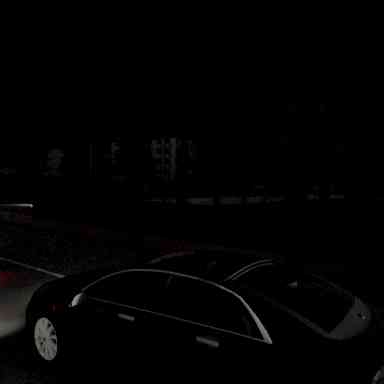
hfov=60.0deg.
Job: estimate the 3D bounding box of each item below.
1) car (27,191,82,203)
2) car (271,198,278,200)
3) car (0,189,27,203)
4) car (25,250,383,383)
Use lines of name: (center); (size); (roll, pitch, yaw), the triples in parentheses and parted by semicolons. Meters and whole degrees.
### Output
car: (-14.531, 0.595, 36.158); (2.033, 1.411, 5.357); (2, 1, 38)
car: (16.862, 0.833, 65.628); (1.837, 1.490, 4.892); (2, 1, 37)
car: (-19.464, 0.419, 35.495); (2.128, 1.511, 4.902); (2, 1, 38)
car: (-0.131, 1.490, 4.076); (4.892, 1.490, 1.837); (1, 0, 36)
